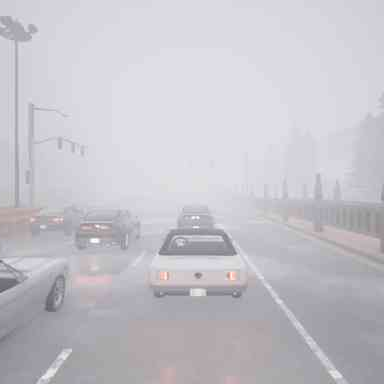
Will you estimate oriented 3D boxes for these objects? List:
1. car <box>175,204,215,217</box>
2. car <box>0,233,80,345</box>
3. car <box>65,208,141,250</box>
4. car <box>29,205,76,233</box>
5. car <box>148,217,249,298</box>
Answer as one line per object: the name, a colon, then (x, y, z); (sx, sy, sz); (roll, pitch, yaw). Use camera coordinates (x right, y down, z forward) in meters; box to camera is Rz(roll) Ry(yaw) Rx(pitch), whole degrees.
car: (0.187, 1.385, 17.612); (1.837, 1.490, 4.892); (0, 0, 0)
car: (-3.385, 1.576, 4.663); (1.895, 1.301, 4.718); (0, 0, 0)
car: (-3.337, 1.412, 13.889); (1.837, 1.490, 4.892); (0, 0, 0)
car: (-6.843, 1.406, 17.518); (1.812, 1.442, 4.674); (0, 0, -1)
car: (0.131, 1.549, 8.352); (1.895, 1.301, 4.718); (0, 0, 0)
